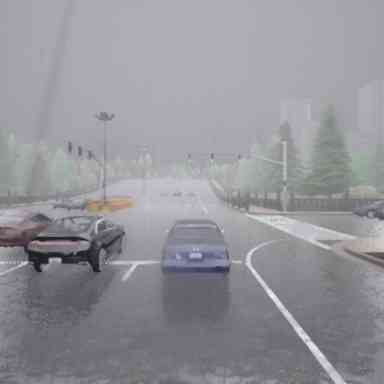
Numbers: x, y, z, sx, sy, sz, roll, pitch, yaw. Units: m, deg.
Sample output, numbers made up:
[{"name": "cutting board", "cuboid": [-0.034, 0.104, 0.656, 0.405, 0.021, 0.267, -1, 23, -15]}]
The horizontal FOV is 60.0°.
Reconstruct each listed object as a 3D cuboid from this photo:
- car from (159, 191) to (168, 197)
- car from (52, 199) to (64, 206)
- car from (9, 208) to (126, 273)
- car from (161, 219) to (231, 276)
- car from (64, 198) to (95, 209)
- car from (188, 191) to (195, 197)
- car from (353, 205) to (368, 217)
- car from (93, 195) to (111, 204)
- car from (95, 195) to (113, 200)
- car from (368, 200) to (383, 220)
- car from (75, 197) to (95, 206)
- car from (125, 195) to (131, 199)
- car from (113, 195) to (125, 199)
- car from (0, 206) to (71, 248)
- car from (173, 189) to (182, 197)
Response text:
[{"name": "car", "cuboid": [-7.176, 0.361, 84.362, 1.895, 1.301, 4.718, 0, 7, 0]}, {"name": "car", "cuboid": [-17.603, 1.636, 46.193, 1.895, 1.301, 4.718, 0, 0, 0]}, {"name": "car", "cuboid": [-3.408, 1.500, 10.713, 2.128, 1.511, 4.902, 0, 0, 0]}, {"name": "car", "cuboid": [0.094, 1.555, 10.380, 2.033, 1.411, 5.357, 0, 0, 0]}, {"name": "car", "cuboid": [-14.054, 1.557, 41.759, 1.812, 1.442, 4.674, 0, 0, -2]}, {"name": "car", "cuboid": [-0.176, 0.366, 84.348, 1.895, 1.301, 4.718, 0, 7, 0]}, {"name": "car", "cuboid": [16.869, 1.527, 29.521, 4.892, 1.490, 1.837, 0, 0, 0]}, {"name": "car", "cuboid": [-17.568, 1.448, 65.330, 2.128, 1.511, 4.902, 0, 1, 0]}, {"name": "car", "cuboid": [-14.097, 1.516, 51.092, 1.882, 1.535, 5.008, 0, 0, 0]}, {"name": "car", "cuboid": [16.572, 1.584, 26.019, 4.181, 1.385, 1.994, 0, 0, 0]}, {"name": "car", "cuboid": [-17.582, 1.606, 55.007, 1.994, 1.385, 4.181, 0, 0, 1]}, {"name": "car", "cuboid": [-14.098, 1.298, 70.642, 2.033, 1.411, 5.357, 0, 2, 0]}, {"name": "car", "cuboid": [-14.067, 1.388, 60.236, 2.097, 1.767, 4.553, 0, 0, 0]}, {"name": "car", "cuboid": [-6.905, 1.536, 13.843, 1.812, 1.442, 4.674, 0, 0, 0]}, {"name": "car", "cuboid": [-3.676, 0.127, 84.326, 2.097, 1.767, 4.553, 0, 7, 0]}]
